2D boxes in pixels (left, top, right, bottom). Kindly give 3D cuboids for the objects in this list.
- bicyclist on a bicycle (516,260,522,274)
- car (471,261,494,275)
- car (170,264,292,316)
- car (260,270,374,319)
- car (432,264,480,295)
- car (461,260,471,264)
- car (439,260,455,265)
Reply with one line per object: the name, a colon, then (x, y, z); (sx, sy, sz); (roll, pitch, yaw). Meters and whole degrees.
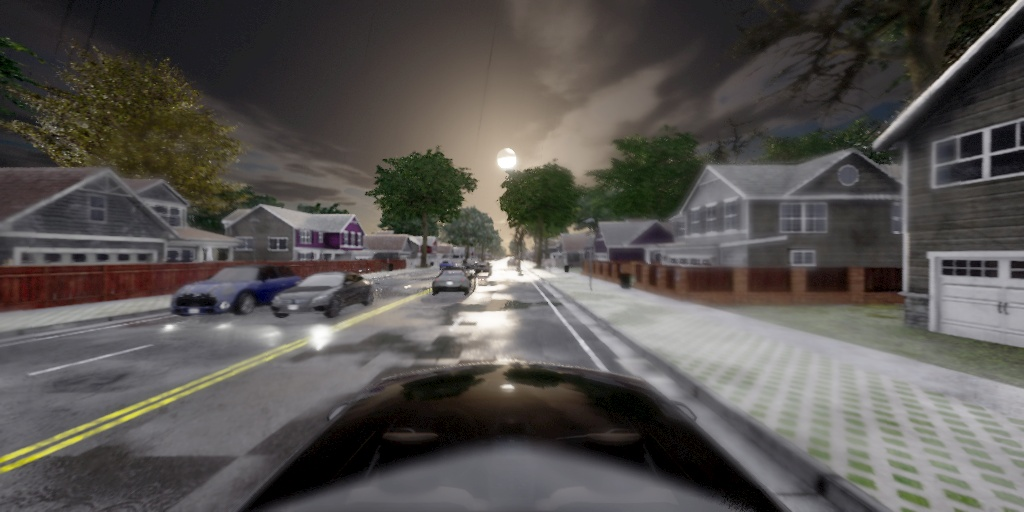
bicyclist on a bicycle: (0.899, 1.323, 41.429); (0.582, 1.620, 1.656); (0, -1, 0)
car: (-3.142, 1.370, 40.160); (1.837, 1.490, 4.892); (0, 0, 0)
car: (-9.848, 1.124, 13.362); (2.097, 1.767, 4.553); (0, 0, 0)
car: (-6.599, 1.297, 13.135); (1.812, 1.442, 4.674); (0, 0, 0)
car: (-3.147, 1.356, 20.118); (1.994, 1.385, 4.181); (0, 0, 0)
car: (-6.551, 1.425, 54.502); (1.837, 1.490, 4.892); (0, 0, 0)
car: (-9.801, 1.397, 54.481); (1.882, 1.535, 5.008); (0, 0, 0)
